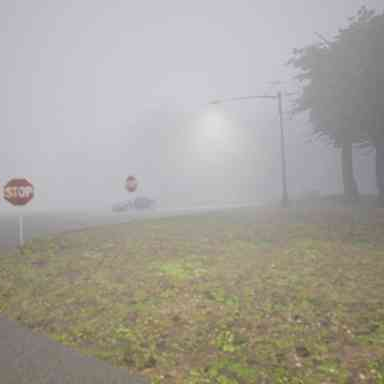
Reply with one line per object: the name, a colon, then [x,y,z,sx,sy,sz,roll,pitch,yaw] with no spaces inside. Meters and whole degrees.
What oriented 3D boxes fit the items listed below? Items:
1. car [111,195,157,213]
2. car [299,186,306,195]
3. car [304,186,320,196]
car: [-5.523,1.118,31.929,1.882,1.535,5.008,-4,0,34]
car: [27.872,-0.371,80.891,2.150,2.045,5.566,-4,-1,34]
car: [23.448,0.013,64.108,1.994,1.385,4.181,-3,-1,27]
